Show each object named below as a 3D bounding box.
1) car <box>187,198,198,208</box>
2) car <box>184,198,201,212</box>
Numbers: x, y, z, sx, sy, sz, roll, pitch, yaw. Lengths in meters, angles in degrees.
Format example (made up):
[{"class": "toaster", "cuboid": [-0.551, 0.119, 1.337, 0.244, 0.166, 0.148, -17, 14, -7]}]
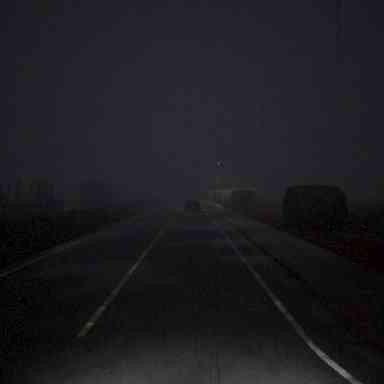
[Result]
[{"class": "car", "cuboid": [0.083, 1.714, 54.750, 1.837, 1.490, 4.892, 0, 0, 0]}, {"class": "car", "cuboid": [0.093, 1.631, 40.806, 1.882, 1.535, 5.008, 0, -1, 0]}]
